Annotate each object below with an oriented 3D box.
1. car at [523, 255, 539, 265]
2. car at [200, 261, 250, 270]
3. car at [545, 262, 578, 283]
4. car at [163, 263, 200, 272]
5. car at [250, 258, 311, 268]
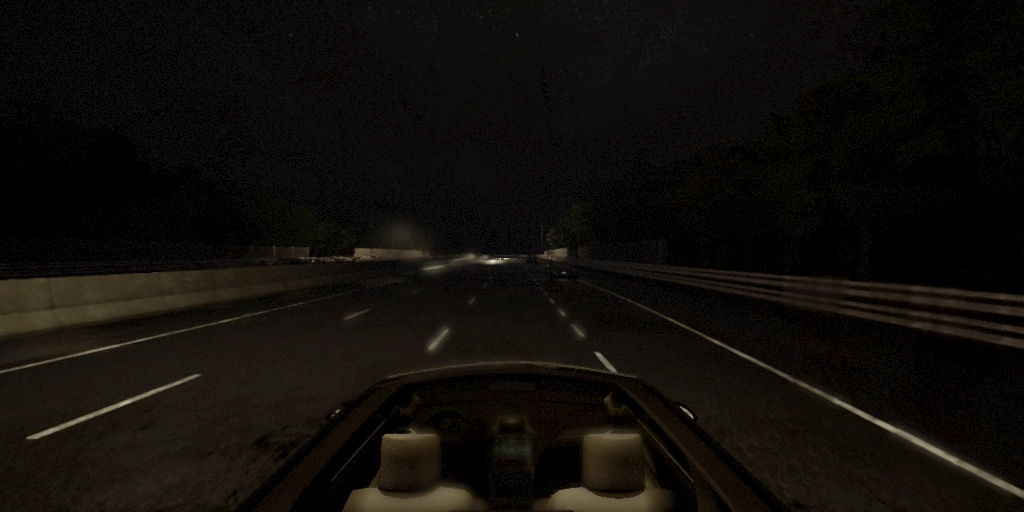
[{"bbox_3d":[3.525,0.628,63.414,2.097,1.767,4.553,0,1,0],"label":"car"},{"bbox_3d":[-21.018,1.121,28.033,2.128,1.511,4.902,0,0,1],"label":"car"},{"bbox_3d":[3.510,1.089,26.039,1.994,1.385,4.181,0,0,0],"label":"car"},{"bbox_3d":[-24.521,1.194,27.696,1.994,1.385,4.181,0,0,1],"label":"car"},{"bbox_3d":[-17.520,0.983,27.913,2.097,1.767,4.553,0,1,1],"label":"car"}]
